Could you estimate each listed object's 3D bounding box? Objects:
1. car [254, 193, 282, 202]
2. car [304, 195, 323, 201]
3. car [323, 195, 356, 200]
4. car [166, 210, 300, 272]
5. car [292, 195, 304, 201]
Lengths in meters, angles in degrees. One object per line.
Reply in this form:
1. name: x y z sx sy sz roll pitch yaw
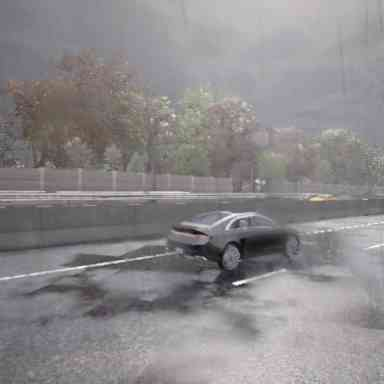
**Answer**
1. car: 10.723 0.868 46.779 5.008 1.535 1.882 0 1 -41
2. car: 17.062 1.090 43.049 5.008 1.535 1.882 1 1 -41
3. car: 17.748 1.181 38.988 5.008 1.535 1.882 1 1 -41
4. car: 1.485 1.326 10.274 4.902 1.511 2.128 0 1 -42
5. car: 16.283 1.068 47.038 5.357 1.411 2.033 0 1 -41
